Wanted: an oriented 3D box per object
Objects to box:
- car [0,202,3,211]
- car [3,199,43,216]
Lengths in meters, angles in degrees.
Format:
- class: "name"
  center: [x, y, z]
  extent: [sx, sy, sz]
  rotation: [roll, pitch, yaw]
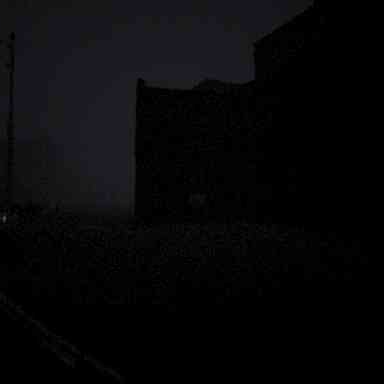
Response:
- class: "car"
  center: [-20.855, 1.591, 38.467]
  extent: [1.837, 1.490, 4.892]
  rotation: [1, -1, -3]
- class: "car"
  center: [-16.743, 1.600, 33.768]
  extent: [1.882, 1.535, 5.008]
  rotation: [1, -1, -6]
